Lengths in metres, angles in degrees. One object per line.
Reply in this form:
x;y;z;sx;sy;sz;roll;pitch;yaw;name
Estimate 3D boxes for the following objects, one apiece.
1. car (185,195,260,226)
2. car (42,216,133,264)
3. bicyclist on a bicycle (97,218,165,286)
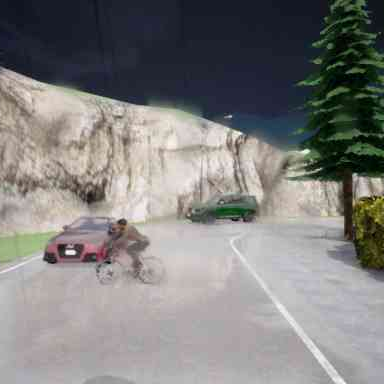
2.248;1.223;23.699;5.566;2.045;2.150;0;0;-26;car
-3.407;1.564;11.600;1.994;1.385;4.181;0;0;3;car
-1.478;1.455;7.953;1.656;1.620;0.582;-2;0;0;bicyclist on a bicycle
